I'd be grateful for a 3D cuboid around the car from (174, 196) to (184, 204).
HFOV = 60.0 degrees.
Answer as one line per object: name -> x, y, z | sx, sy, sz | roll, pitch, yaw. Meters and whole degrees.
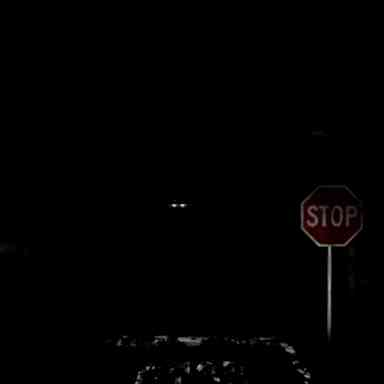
car -> -2.553, 1.607, 65.696 | 1.882, 1.535, 5.008 | 0, 0, 0
